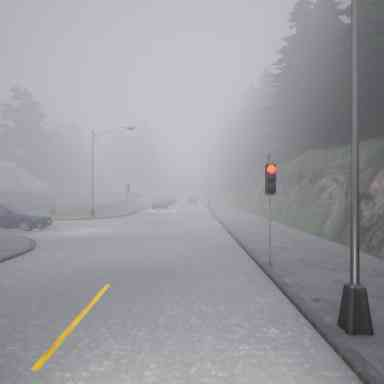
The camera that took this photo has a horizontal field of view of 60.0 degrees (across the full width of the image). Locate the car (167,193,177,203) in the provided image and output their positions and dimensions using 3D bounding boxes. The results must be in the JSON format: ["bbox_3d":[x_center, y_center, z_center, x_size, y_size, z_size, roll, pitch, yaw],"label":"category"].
[{"bbox_3d":[-4.086,1.215,64.426,2.150,2.045,5.566,0,0,0],"label":"car"}]

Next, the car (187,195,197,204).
[{"bbox_3d":[0.056,1.471,62.738,1.882,1.535,5.008,0,0,0],"label":"car"}]

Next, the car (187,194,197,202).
[{"bbox_3d":[-0.049,1.347,73.585,2.097,1.767,4.553,0,0,0],"label":"car"}]

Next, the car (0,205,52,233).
[{"bbox_3d":[-10.732,1.475,19.391,5.008,1.535,1.882,0,0,5],"label":"car"}]

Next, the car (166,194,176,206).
[{"bbox_3d":[-4.128,1.472,53.746,1.882,1.535,5.008,0,0,0],"label":"car"}]

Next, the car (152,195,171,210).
[{"bbox_3d":[-4.115,1.521,43.455,1.812,1.442,4.674,0,0,0],"label":"car"}]
